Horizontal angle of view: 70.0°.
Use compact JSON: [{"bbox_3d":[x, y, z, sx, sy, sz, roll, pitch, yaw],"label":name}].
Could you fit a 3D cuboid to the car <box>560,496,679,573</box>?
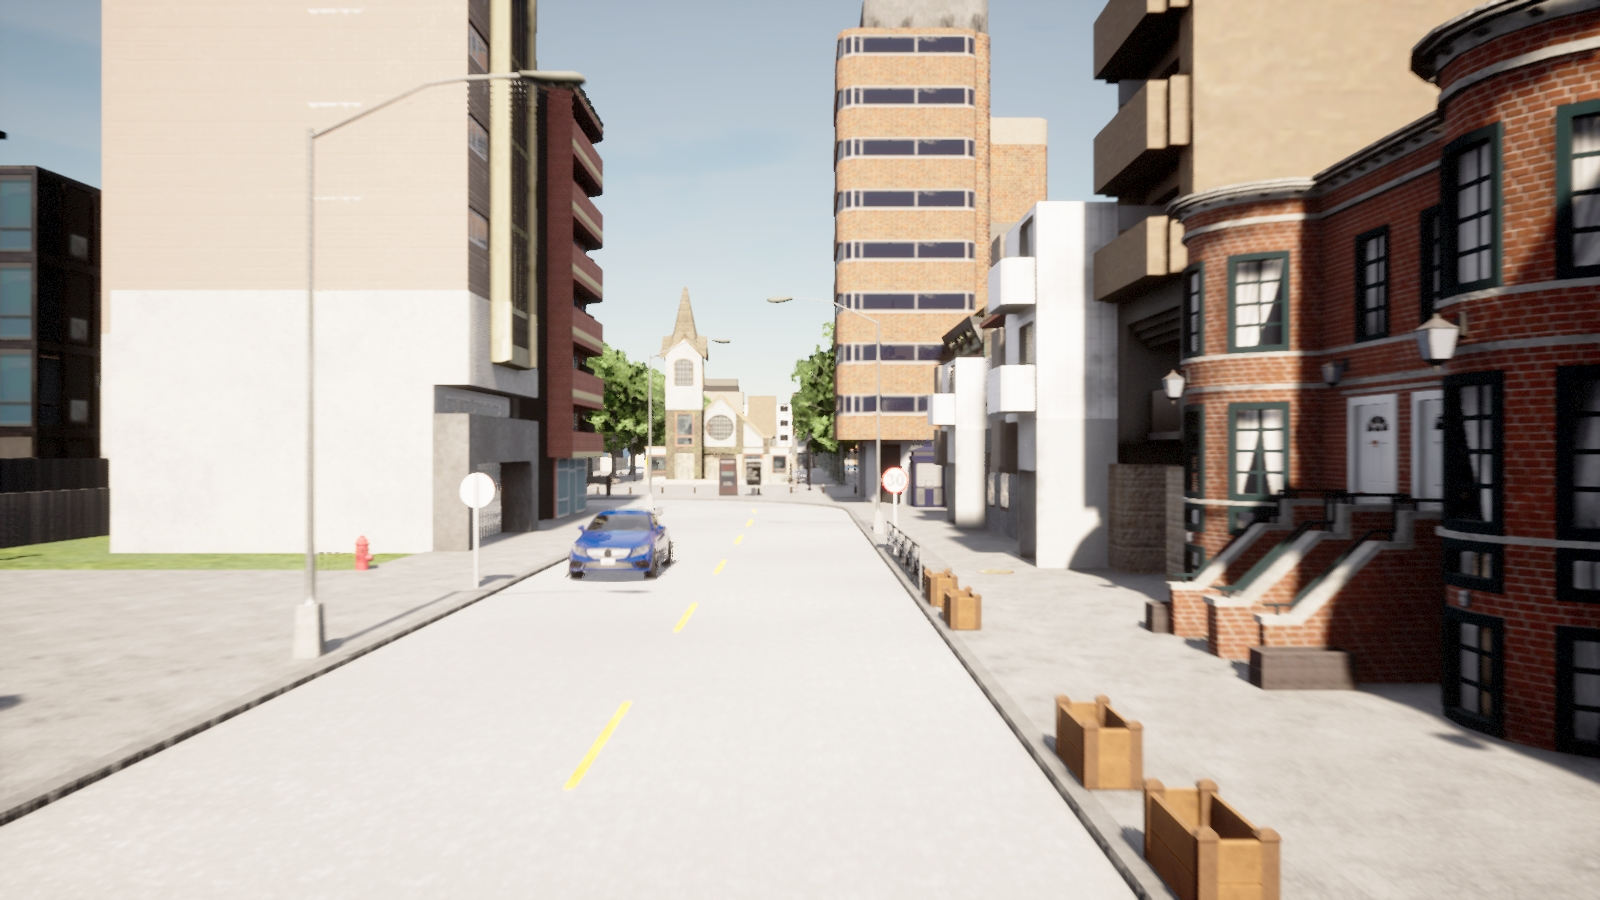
[{"bbox_3d":[-4.022,1.861,26.233,2.002,1.442,4.674,0,0,0],"label":"car"}]
